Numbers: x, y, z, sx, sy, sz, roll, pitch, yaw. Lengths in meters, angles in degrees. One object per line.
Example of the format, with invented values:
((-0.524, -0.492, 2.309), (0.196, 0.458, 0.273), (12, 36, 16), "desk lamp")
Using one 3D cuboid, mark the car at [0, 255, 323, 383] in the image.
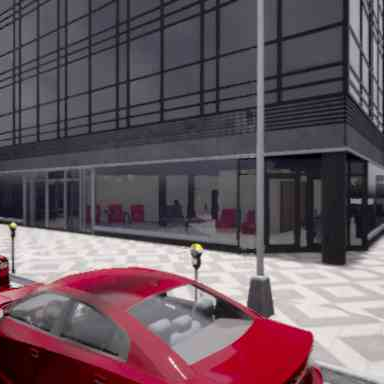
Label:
((-0.978, 1.530, 3.664), (4.507, 1.381, 1.887), (0, 0, 35), "car")
